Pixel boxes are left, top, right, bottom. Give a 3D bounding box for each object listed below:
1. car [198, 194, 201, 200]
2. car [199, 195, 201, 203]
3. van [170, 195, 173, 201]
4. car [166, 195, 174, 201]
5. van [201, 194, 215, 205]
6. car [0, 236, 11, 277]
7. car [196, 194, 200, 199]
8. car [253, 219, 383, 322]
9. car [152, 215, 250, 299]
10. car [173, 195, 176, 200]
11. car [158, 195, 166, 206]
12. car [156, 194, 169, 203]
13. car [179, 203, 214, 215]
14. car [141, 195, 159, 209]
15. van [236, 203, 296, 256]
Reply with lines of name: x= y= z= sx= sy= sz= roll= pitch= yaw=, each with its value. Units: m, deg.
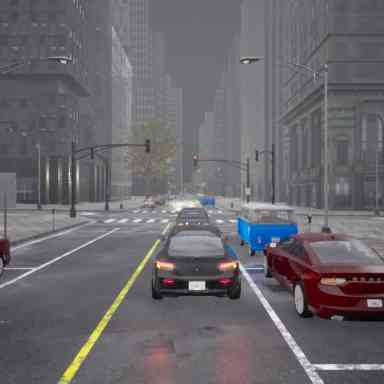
car: x=2.565 y=1.582 z=61.590 sx=1.887 sy=1.381 sz=4.507 roll=0 pitch=0 yaw=0
car: x=2.582 y=1.597 z=56.177 sx=1.947 sy=1.339 sz=4.313 roll=0 pitch=0 yaw=0
van: x=-6.010 y=1.399 z=77.074 sx=1.690 sy=1.788 sz=3.998 roll=0 pitch=0 yaw=0
car: x=-6.062 y=1.607 z=92.771 sx=1.752 sy=1.417 sz=4.829 roll=0 pitch=0 yaw=0
van: x=2.601 y=1.367 z=50.764 sx=1.690 sy=1.788 sz=3.998 roll=0 pitch=0 yaw=0
car: x=-5.800 y=1.545 z=7.245 sx=1.887 sy=1.381 sz=4.507 roll=0 pitch=0 yaw=0
car: x=2.530 y=1.602 z=72.417 sx=2.008 sy=1.369 sz=4.403 roll=0 pitch=0 yaw=0
car: x=2.755 y=1.546 z=7.254 sx=1.887 sy=1.381 sz=4.507 roll=0 pitch=0 yaw=0
car: x=0.081 y=1.527 z=8.306 sx=1.812 sy=1.442 sz=4.674 roll=0 pitch=0 yaw=0
car: x=-6.045 y=1.639 z=87.651 sx=1.947 sy=1.339 sz=4.313 roll=0 pitch=0 yaw=0
car: x=-5.942 y=1.576 z=55.918 sx=1.887 sy=1.381 sz=4.507 roll=0 pitch=0 yaw=0
car: x=-5.958 y=1.352 z=61.208 sx=2.192 sy=1.841 sz=5.009 roll=0 pitch=0 yaw=0
car: x=0.043 y=1.551 z=17.895 sx=2.033 sy=1.411 sz=5.357 roll=0 pitch=0 yaw=0
car: x=-5.913 y=1.547 z=45.168 sx=1.752 sy=1.417 sz=4.829 roll=0 pitch=0 yaw=0
van: x=2.739 y=1.343 z=12.780 sx=1.690 sy=1.788 sz=3.998 roll=0 pitch=0 yaw=0
